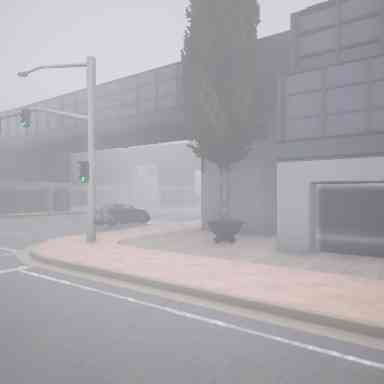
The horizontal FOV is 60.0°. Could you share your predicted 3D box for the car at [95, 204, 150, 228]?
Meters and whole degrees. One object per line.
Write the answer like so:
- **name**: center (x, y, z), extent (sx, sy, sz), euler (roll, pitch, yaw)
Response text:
- **car**: center (-4.764, 1.495, 22.315), extent (1.994, 1.385, 4.181), euler (0, 0, 36)
